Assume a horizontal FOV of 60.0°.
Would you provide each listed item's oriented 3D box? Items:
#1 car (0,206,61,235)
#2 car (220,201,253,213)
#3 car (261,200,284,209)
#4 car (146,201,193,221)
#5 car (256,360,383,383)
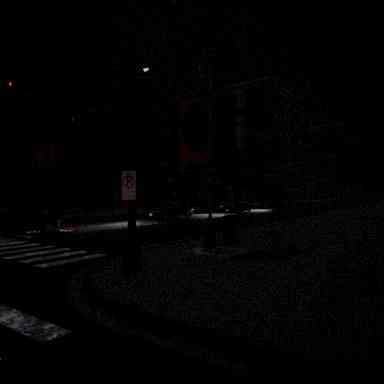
[{"bbox_3d":[-9.348,1.516,17.385,1.837,1.490,4.892,0,0,35],"label":"car"},{"bbox_3d":[5.066,1.657,37.778,1.895,1.301,4.718,0,0,35],"label":"car"},{"bbox_3d":[11.229,1.573,46.426,2.128,1.511,4.902,0,0,35],"label":"car"},{"bbox_3d":[-1.812,1.526,28.055,2.128,1.511,4.902,0,0,35],"label":"car"},{"bbox_3d":[2.150,1.551,1.312,4.403,1.369,2.008,0,0,36],"label":"car"}]
